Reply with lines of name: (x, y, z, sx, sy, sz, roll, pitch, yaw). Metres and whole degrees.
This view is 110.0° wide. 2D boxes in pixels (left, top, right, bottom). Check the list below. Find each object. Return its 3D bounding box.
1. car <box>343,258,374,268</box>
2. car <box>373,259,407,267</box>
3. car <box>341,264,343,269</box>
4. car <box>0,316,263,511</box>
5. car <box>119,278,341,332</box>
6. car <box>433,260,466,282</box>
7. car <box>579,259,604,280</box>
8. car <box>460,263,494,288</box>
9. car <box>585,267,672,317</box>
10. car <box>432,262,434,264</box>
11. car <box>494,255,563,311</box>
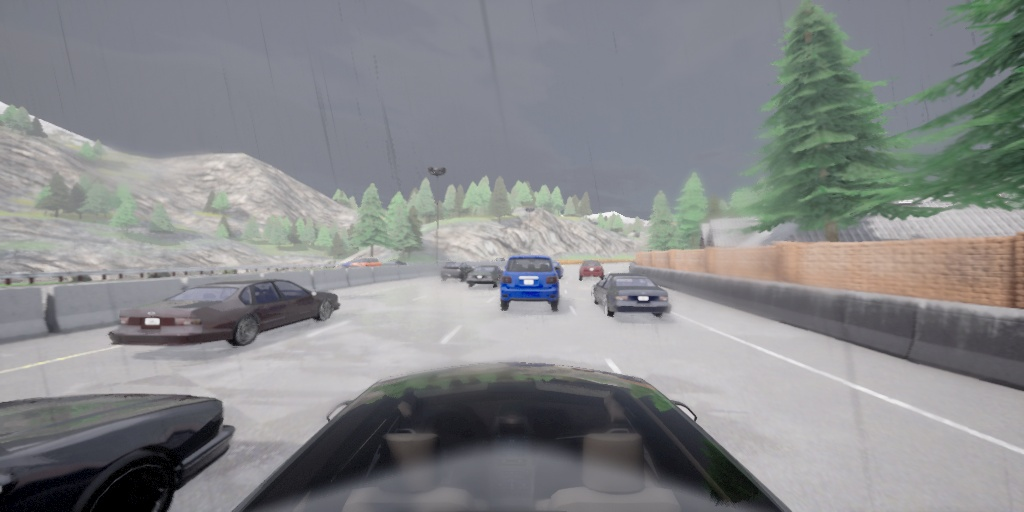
car: (-18.591, 1.092, 45.516, 2.097, 1.767, 4.553, 0, 0, 15)
car: (-15.014, 1.276, 45.379, 1.812, 1.442, 4.674, 0, 0, 15)
car: (-21.177, 1.215, 49.331, 1.882, 1.535, 5.008, 0, 0, 17)
car: (-3.367, 1.287, 0.667, 2.033, 1.411, 5.357, 0, 0, 0)
car: (-6.636, 1.286, 9.264, 2.033, 1.411, 5.357, 0, 0, 3)
car: (-4.219, 1.257, 29.043, 2.128, 1.511, 4.902, 0, 0, 10)
car: (7.084, 1.152, 31.996, 2.097, 1.767, 4.553, 0, 0, 12)
car: (-1.567, 1.315, 24.111, 2.033, 1.411, 5.357, 0, 0, 9)
car: (4.163, 1.321, 13.254, 2.033, 1.411, 5.357, 0, 0, 5)
car: (-9.865, 1.264, 50.495, 2.128, 1.511, 4.902, 0, 0, 18)
car: (0.811, 0.987, 14.826, 2.150, 2.045, 5.566, 0, 0, 5)
